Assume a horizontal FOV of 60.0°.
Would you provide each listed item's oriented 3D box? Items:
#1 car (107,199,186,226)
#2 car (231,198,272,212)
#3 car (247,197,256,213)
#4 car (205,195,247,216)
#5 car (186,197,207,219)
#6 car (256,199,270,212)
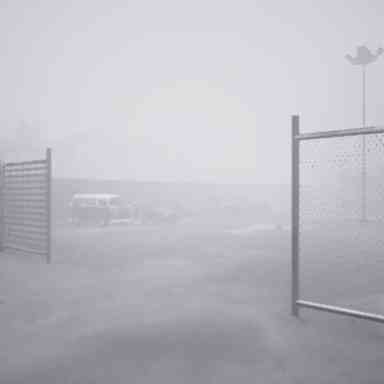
[{"bbox_3d":[-3.331,1.460,23.891,5.357,1.415,2.033,0,0,36],"label":"car"},{"bbox_3d":[6.725,1.402,37.918,4.193,1.474,1.816,0,0,36],"label":"car"},{"bbox_3d":[4.741,1.439,32.820,2.207,1.379,1.481,0,0,36],"label":"car"},{"bbox_3d":[2.782,1.229,31.563,3.866,1.878,1.905,0,0,36],"label":"car"},{"bbox_3d":[-0.947,1.398,27.938,3.633,1.501,1.845,0,0,36],"label":"car"},{"bbox_3d":[5.482,1.335,34.909,4.611,1.667,2.242,0,0,36],"label":"car"}]
